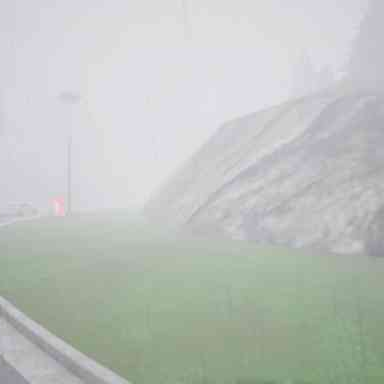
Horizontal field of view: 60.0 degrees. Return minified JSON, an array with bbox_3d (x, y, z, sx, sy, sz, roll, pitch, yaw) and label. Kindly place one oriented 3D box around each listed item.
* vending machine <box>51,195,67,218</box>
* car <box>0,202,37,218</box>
[{"bbox_3d":[-12.744,1.376,31.864,1.100,2.100,0.880,0,0,-1],"label":"vending machine"},{"bbox_3d":[-16.497,1.683,31.581,1.812,1.442,4.674,0,0,-2],"label":"car"}]
